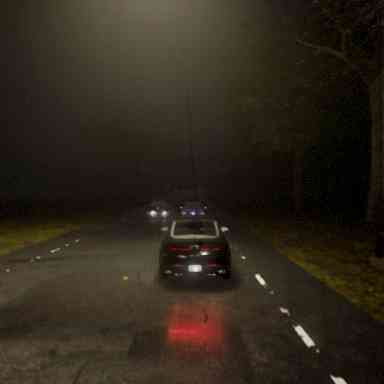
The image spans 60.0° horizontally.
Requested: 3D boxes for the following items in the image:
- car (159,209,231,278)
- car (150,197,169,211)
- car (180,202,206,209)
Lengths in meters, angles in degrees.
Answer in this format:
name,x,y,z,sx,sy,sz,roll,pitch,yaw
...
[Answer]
name,x,y,z,sx,sy,sz,roll,pitch,yaw
car,0.081,1.502,10.124,1.837,1.490,4.892,0,0,0
car,-3.585,1.301,37.889,2.033,1.411,5.357,0,1,0
car,0.091,1.452,25.032,2.033,1.411,5.357,0,1,0
